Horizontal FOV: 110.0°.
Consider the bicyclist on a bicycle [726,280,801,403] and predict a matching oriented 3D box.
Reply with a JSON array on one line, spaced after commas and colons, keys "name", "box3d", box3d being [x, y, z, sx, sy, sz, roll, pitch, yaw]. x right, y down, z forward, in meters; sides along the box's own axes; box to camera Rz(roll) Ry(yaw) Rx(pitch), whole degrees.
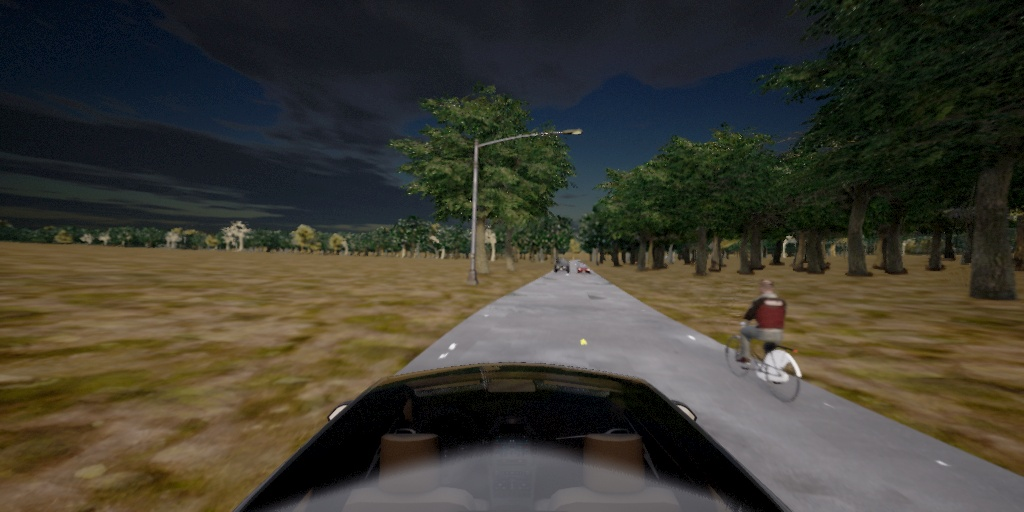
[{"name": "bicyclist on a bicycle", "box3d": [3.988, 1.263, 5.832, 0.659, 1.776, 1.843, 2, 0, 3]}]

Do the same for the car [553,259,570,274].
[{"name": "car", "box3d": [7.382, 1.493, 52.971, 2.150, 2.045, 5.566, 2, 0, 10]}]

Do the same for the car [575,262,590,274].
[{"name": "car", "box3d": [10.722, 1.970, 53.857, 1.895, 1.301, 4.718, 2, 0, 10]}]
